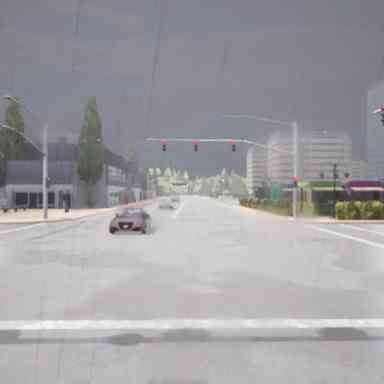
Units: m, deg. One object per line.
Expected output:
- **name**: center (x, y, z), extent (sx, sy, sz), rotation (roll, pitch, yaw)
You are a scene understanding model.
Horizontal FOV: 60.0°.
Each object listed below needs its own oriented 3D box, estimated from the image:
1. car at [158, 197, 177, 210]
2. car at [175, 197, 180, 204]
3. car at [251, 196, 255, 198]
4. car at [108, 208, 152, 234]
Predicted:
- **car**: center (-3.473, 1.750, 45.359), extent (1.895, 1.301, 4.718), rotation (0, 0, 0)
- **car**: center (-3.458, 1.707, 69.849), extent (2.033, 1.411, 5.357), rotation (0, 0, 0)
- **car**: center (17.821, 1.439, 87.265), extent (4.605, 1.855, 1.932), rotation (0, 0, -1)
- **car**: center (-3.489, 1.630, 19.475), extent (1.994, 1.385, 4.181), rotation (0, 0, 0)
